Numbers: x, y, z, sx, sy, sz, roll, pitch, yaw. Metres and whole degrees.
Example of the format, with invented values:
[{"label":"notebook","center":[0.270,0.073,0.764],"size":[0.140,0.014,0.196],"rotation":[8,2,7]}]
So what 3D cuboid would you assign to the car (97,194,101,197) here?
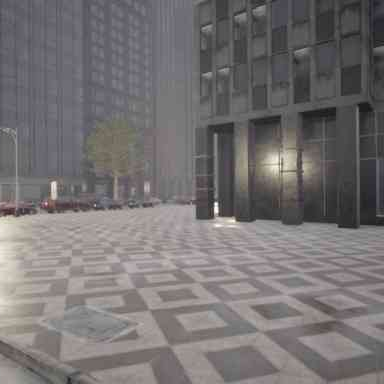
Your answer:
[{"label":"car","center":[-14.154,1.251,42.929],"size":[2.150,2.045,5.566],"rotation":[-1,-1,35]}]

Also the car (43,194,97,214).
[{"label":"car","center":[-12.929,1.291,34.554],"size":[2.192,1.841,5.009],"rotation":[-1,0,35]}]

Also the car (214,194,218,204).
[{"label":"car","center":[3.100,1.223,57.748],"size":[2.192,1.841,5.009],"rotation":[-1,0,35]}]

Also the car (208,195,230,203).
[{"label":"car","center":[5.373,1.418,65.560],"size":[2.128,1.511,4.902],"rotation":[-1,0,35]}]

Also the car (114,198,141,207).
[{"label":"car","center":[-10.319,1.614,53.320],"size":[1.802,1.307,4.206],"rotation":[-1,0,35]}]

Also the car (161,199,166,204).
[{"label":"car","center":[-7.211,1.546,57.819],"size":[1.752,1.417,4.829],"rotation":[-1,0,35]}]

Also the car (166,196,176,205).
[{"label":"car","center":[-2.666,1.473,59.381],"size":[2.128,1.511,4.902],"rotation":[-1,0,35]}]

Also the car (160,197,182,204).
[{"label":"car","center":[-3.907,1.576,62.599],"size":[1.947,1.339,4.313],"rotation":[-1,0,35]}]

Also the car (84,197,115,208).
[{"label":"car","center":[-13.528,1.486,48.681],"size":[1.967,1.590,4.097],"rotation":[-1,0,35]}]

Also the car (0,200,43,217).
[{"label":"car","center":[-16.133,1.577,29.914],"size":[1.802,1.307,4.206],"rotation":[-1,0,35]}]

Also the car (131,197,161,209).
[{"label":"car","center":[-6.516,1.510,43.830],"size":[1.947,1.339,4.313],"rotation":[-1,0,35]}]

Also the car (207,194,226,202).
[{"label":"car","center":[5.710,1.298,76.518],"size":[2.192,1.841,5.009],"rotation":[-1,0,35]}]

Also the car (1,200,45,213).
[{"label":"car","center":[-19.938,1.644,39.403],"size":[1.947,1.339,4.313],"rotation":[-1,0,35]}]

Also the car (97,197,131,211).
[{"label":"car","center":[-9.722,1.526,39.192],"size":[1.947,1.339,4.313],"rotation":[-1,0,35]}]

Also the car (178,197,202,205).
[{"label":"car","center":[-0.298,1.507,57.339],"size":[1.994,1.385,4.181],"rotation":[-1,0,34]}]

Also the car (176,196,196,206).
[{"label":"car","center":[-0.105,1.464,53.108],"size":[1.887,1.381,4.507],"rotation":[-1,0,35]}]
